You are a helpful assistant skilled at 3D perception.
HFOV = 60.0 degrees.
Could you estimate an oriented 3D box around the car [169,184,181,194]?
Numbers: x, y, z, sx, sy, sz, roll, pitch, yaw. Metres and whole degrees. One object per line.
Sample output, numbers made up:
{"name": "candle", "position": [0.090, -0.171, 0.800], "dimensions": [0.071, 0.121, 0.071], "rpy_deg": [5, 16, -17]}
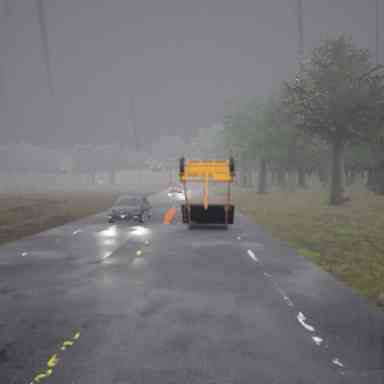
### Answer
{"name": "car", "position": [-3.046, -0.597, 60.477], "dimensions": [2.097, 1.767, 4.553], "rpy_deg": [0, 2, 1]}

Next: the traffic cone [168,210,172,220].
{"name": "traffic cone", "position": [-1.339, 1.389, 17.743], "dimensions": [0.340, 0.580, 0.340], "rpy_deg": [0, 2, 0]}

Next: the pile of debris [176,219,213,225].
{"name": "pile of debris", "position": [0.145, 1.599, 17.743], "dimensions": [1.860, 0.140, 1.500], "rpy_deg": [0, 2, 1]}

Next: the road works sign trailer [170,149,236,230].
{"name": "road works sign trailer", "position": [0.651, 0.477, 14.147], "dimensions": [2.380, 3.560, 2.880], "rpy_deg": [0, 47, 4]}

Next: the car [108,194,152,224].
{"name": "car", "position": [-3.440, 0.896, 19.053], "dimensions": [1.837, 1.490, 4.892], "rpy_deg": [0, 2, 0]}
